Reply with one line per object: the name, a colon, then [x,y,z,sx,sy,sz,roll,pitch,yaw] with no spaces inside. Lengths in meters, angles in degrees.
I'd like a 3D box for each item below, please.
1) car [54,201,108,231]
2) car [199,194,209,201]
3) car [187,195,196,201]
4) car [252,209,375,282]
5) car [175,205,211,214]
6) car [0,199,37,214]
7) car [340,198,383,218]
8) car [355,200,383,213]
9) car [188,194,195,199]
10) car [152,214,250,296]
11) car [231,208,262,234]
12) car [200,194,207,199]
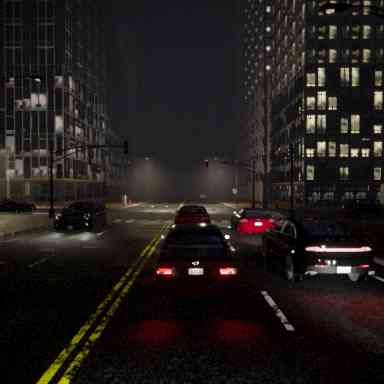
car: [-6.637,1.341,20.314,2.097,1.767,4.553,0,0,-1]
car: [3.057,1.512,81.449,1.895,1.301,4.718,0,0,0]
car: [-0.193,1.441,81.412,1.812,1.442,4.674,0,0,0]
car: [3.326,1.487,9.694,2.128,1.511,4.902,0,0,0]
car: [0.061,1.468,18.599,1.882,1.535,5.008,0,0,1]
car: [-17.922,1.421,33.336,4.181,1.385,1.994,0,1,0]
car: [16.130,1.518,30.245,5.009,1.841,2.192,1,0,1]
car: [21.719,1.642,38.545,4.829,1.417,1.752,1,0,1]
car: [-0.218,1.336,91.444,1.895,1.301,4.718,0,0,0]
car: [0.081,1.544,8.779,2.033,1.411,5.357,0,0,0]
car: [3.306,1.554,18.494,1.994,1.385,4.181,0,0,0]
car: [3.033,1.265,91.421,1.812,1.442,4.674,0,0,0]
